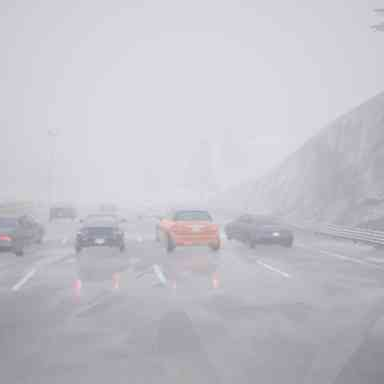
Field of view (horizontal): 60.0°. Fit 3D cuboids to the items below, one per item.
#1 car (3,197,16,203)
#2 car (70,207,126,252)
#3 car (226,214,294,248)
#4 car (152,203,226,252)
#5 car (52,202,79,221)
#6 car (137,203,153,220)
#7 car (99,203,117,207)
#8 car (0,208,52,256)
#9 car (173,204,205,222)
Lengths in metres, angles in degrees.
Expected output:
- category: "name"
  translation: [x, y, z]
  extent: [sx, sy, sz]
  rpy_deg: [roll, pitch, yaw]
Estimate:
- category: "car"
  translation: [-32.680, 1.582, 59.696]
  extent: [2.033, 1.411, 5.357]
  rpy_deg: [1, 0, -25]
- category: "car"
  translation: [-3.809, 1.585, 14.109]
  extent: [1.812, 1.442, 4.674]
  rpy_deg: [1, 0, -13]
- category: "car"
  translation: [3.007, 1.722, 15.698]
  extent: [1.994, 1.385, 4.181]
  rpy_deg: [1, 0, -13]
- category: "car"
  translation: [-0.336, 1.457, 14.632]
  extent: [2.097, 1.767, 4.553]
  rpy_deg: [1, -1, -13]
- category: "car"
  translation: [-10.691, 1.555, 27.999]
  extent: [1.882, 1.535, 5.008]
  rpy_deg: [1, 0, -13]
- category: "car"
  translation: [-3.864, 1.701, 29.543]
  extent: [1.812, 1.442, 4.674]
  rpy_deg: [1, 0, -13]
- category: "car"
  translation: [-7.173, 1.672, 28.335]
  extent: [2.033, 1.411, 5.357]
  rpy_deg: [1, 0, -13]
- category: "car"
  translation: [-7.131, 1.556, 12.933]
  extent: [2.033, 1.411, 5.357]
  rpy_deg: [1, 0, -13]
- category: "car"
  translation: [-0.389, 1.824, 30.057]
  extent: [1.895, 1.301, 4.718]
  rpy_deg: [1, 0, -13]
